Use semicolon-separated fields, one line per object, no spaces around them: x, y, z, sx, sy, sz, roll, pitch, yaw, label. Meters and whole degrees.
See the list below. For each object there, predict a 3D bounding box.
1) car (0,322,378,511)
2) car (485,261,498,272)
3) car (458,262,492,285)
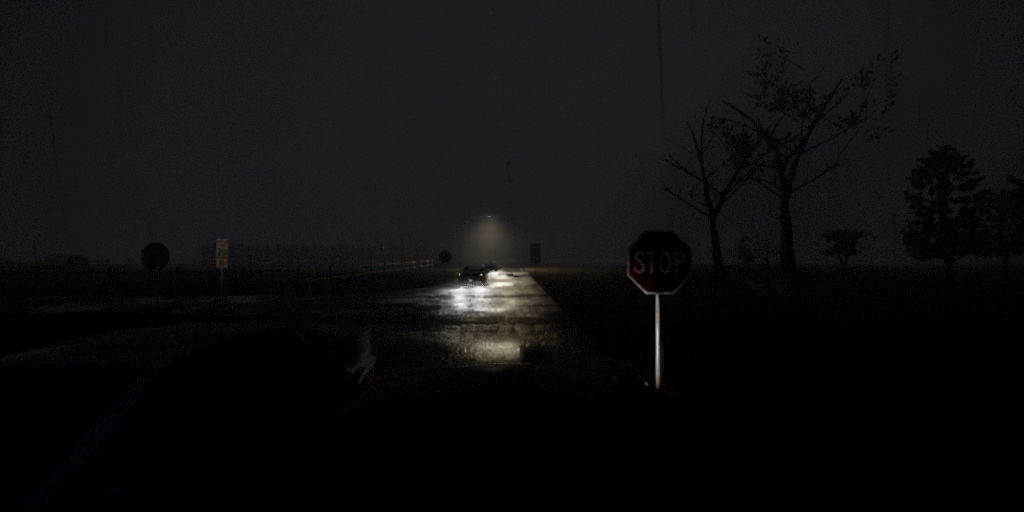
-2.750;1.297;2.622;2.033;1.411;5.357;0;0;0;car
-2.779;1.297;45.388;1.895;1.301;4.718;0;0;0;car
-2.767;1.327;26.144;1.895;1.301;4.718;0;0;0;car
